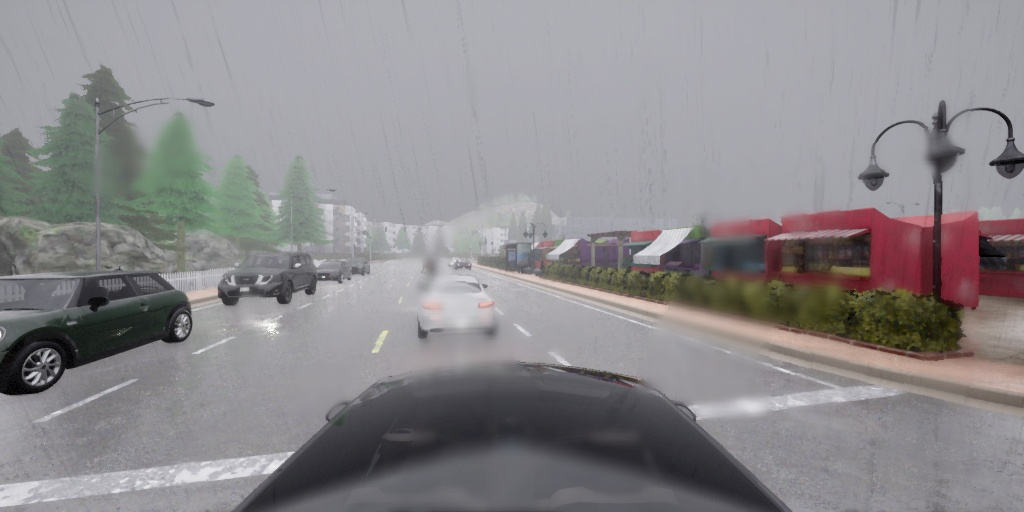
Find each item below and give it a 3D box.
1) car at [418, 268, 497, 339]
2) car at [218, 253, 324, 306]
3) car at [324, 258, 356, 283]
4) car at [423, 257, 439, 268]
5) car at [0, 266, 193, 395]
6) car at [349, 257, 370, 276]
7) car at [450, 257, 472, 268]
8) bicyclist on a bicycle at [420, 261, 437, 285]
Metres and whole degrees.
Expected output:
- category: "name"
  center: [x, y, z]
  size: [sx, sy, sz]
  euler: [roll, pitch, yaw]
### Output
- category: "car"
  center: [-1.581, 1.225, 9.874]
  size: [1.812, 1.442, 4.674]
  euler: [0, 0, -13]
- category: "car"
  center: [-10.332, 0.876, 15.725]
  size: [2.150, 2.045, 5.566]
  euler: [0, 0, -14]
- category: "car"
  center: [-12.648, 1.088, 25.341]
  size: [1.837, 1.490, 4.892]
  euler: [0, 0, -13]
- category: "car"
  center: [-11.418, 0.901, 50.815]
  size: [1.837, 1.490, 4.892]
  euler: [0, 0, -13]
- category: "car"
  center: [-8.083, 1.076, 6.304]
  size: [2.097, 1.767, 4.553]
  euler: [0, 0, -13]
- category: "car"
  center: [-14.558, 0.876, 33.318]
  size: [2.097, 1.767, 4.553]
  euler: [0, 0, -13]
- category: "car"
  center: [-6.107, 1.049, 43.814]
  size: [1.895, 1.301, 4.718]
  euler: [0, 0, -14]
- category: "bicyclist on a bicycle"
  center: [-4.524, 1.079, 19.691]
  size: [0.582, 1.620, 1.656]
  euler: [0, 1, 24]
